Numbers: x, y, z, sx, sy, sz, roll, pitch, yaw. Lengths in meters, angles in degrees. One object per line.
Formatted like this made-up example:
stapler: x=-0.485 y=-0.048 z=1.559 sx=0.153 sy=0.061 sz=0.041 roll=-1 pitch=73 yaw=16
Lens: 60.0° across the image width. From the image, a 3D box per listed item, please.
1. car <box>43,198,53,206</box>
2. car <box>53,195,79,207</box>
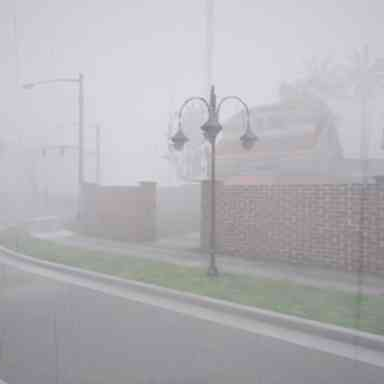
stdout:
car: x=-18.227 y=1.157 z=46.447 sx=2.128 sy=1.511 sz=4.902 roll=0 pitch=1 yaw=37
car: x=-15.436 y=1.181 z=44.336 sx=1.837 sy=1.490 sz=4.892 roll=0 pitch=1 yaw=37
